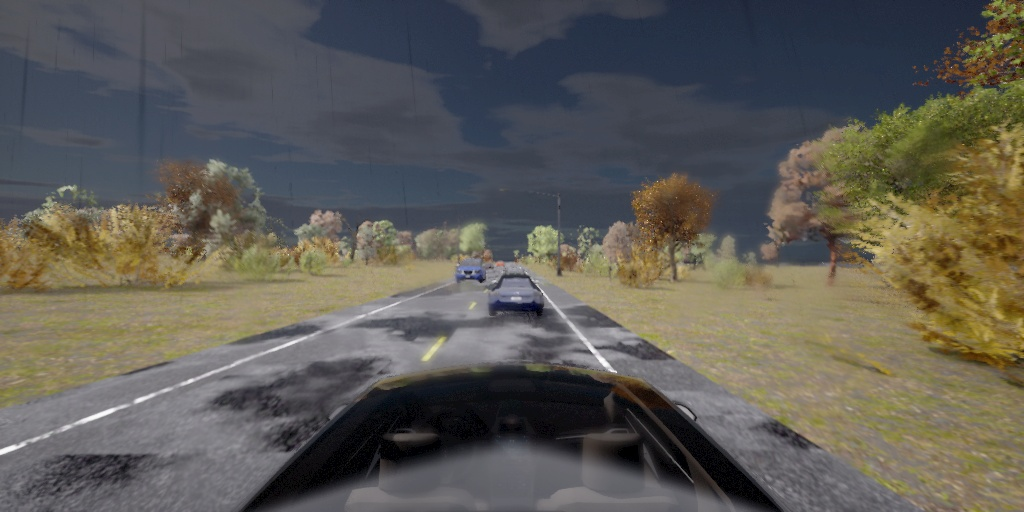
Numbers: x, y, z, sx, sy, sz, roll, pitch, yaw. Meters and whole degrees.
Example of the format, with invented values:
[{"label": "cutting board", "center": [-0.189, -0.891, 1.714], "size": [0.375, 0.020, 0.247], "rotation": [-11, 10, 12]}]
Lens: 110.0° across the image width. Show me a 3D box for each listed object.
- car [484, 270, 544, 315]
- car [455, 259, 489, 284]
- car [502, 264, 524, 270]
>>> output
[{"label": "car", "center": [0.156, 1.438, 14.192], "size": [1.994, 1.385, 4.181], "rotation": [0, -1, 0]}, {"label": "car", "center": [-3.442, 1.262, 30.937], "size": [2.150, 2.045, 5.566], "rotation": [0, 0, 0]}, {"label": "car", "center": [0.260, 1.653, 31.660], "size": [1.895, 1.301, 4.718], "rotation": [0, -1, 0]}]
